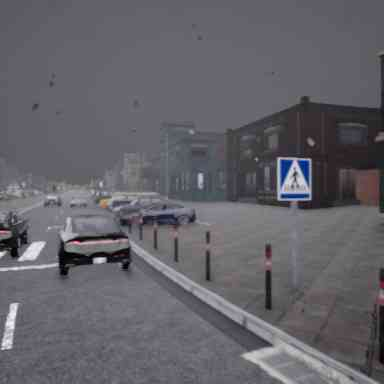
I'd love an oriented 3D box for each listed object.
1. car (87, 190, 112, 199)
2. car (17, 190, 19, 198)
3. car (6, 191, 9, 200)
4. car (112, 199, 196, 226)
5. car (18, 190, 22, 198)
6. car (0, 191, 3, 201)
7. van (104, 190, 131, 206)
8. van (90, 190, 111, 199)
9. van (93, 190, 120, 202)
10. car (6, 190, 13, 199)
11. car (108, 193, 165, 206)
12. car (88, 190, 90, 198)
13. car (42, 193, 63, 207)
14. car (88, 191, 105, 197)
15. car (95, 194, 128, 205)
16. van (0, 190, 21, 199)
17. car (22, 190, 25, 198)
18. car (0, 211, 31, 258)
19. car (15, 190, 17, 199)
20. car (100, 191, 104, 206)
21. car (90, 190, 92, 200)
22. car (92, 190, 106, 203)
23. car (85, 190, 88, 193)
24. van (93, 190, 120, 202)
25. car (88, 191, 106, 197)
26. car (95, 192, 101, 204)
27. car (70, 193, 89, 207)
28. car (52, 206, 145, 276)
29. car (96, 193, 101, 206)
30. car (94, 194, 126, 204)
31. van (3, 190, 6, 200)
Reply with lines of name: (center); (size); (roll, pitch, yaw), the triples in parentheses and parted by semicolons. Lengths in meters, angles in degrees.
car: (-21.725, 0.451, 78.103); (5.566, 2.045, 2.435); (0, 1, -19)
car: (-41.304, 0.861, 73.026); (4.674, 1.452, 2.002); (0, 1, -19)
car: (-37.753, 0.944, 62.585); (4.674, 1.452, 2.002); (0, 1, -19)
car: (-2.151, 1.368, 20.311); (4.792, 1.488, 2.163); (0, 0, -19)
car: (-42.194, 0.802, 75.637); (5.008, 1.535, 2.097); (0, 0, -19)
car: (-35.977, 0.953, 57.365); (4.892, 1.521, 2.231); (0, 1, -19)
van: (-4.910, 1.048, 28.182); (4.442, 1.987, 1.878); (0, 1, -19)
van: (-20.026, 0.521, 72.811); (4.442, 1.987, 1.878); (0, 1, -19)
van: (-14.678, 0.678, 57.021); (4.442, 1.987, 1.878); (0, 1, -19)
car: (-38.818, 0.880, 65.136); (5.366, 1.575, 1.946); (0, 1, -19)
car: (-3.837, 1.173, 25.477); (4.553, 1.767, 2.185); (0, 1, -19)
car: (-13.648, 0.683, 54.433); (5.566, 2.045, 2.435); (0, 1, -19)
car: (-17.792, 1.138, 42.672); (1.812, 1.442, 4.674); (0, 1, -18)
car: (-26.185, 0.487, 91.266); (4.553, 1.767, 2.185); (0, 0, -19)
car: (-11.916, 1.038, 49.224); (4.674, 1.452, 2.002); (0, 1, -19)
van: (-44.072, 0.545, 80.820); (4.442, 1.987, 1.878); (0, 0, -19)
car: (-43.102, 0.534, 78.237); (5.566, 2.045, 2.435); (0, 0, -19)
car: (-7.098, 1.430, 12.075); (2.128, 1.511, 4.902); (0, 1, -21)
car: (-40.443, 0.870, 70.408); (4.792, 1.488, 2.163); (0, 1, -19)
car: (-6.514, 1.083, 33.379); (4.553, 1.767, 2.185); (0, 1, -19)
car: (-11.068, 0.780, 46.638); (5.566, 2.045, 2.435); (0, 1, -19)
car: (-9.190, 0.851, 41.272); (5.566, 2.045, 2.435); (0, 1, -19)
car: (-19.051, 0.518, 70.209); (5.566, 2.045, 2.435); (0, 1, -19)
van: (-15.347, 0.649, 59.726); (4.442, 1.987, 1.878); (0, 1, -19)
car: (-25.293, 0.504, 88.632); (4.553, 1.767, 2.185); (0, 0, -19)
car: (-8.320, 1.139, 38.638); (4.892, 1.521, 2.231); (0, 1, -19)
car: (-14.539, 1.211, 42.596); (1.895, 1.301, 4.718); (0, 1, -19)
car: (-3.203, 1.434, 10.329); (2.128, 1.511, 4.902); (0, 1, -23)
car: (-7.480, 1.172, 36.120); (5.008, 1.535, 2.097); (0, 1, -19)
car: (-12.786, 1.006, 51.795); (4.674, 1.452, 2.002); (0, 1, -19)
van: (-36.799, 0.700, 60.126); (4.442, 1.987, 1.878); (0, 1, -19)
